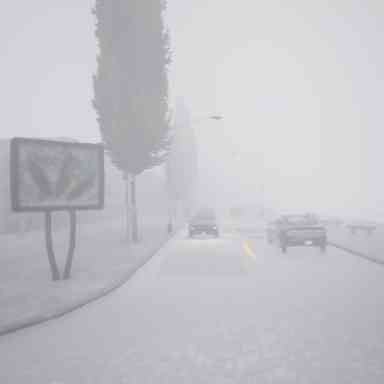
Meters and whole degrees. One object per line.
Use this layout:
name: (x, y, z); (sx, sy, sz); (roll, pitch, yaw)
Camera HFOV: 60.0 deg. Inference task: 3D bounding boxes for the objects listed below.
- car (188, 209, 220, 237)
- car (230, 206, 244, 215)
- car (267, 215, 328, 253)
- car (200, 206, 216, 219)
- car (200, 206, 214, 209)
car: (0.835, 2.099, 22.085); (2.033, 1.411, 5.357); (-1, -1, 3)
car: (6.679, 2.741, 49.892); (1.895, 1.301, 4.718); (-1, -1, 3)
car: (4.644, 1.799, 15.262); (2.128, 1.511, 4.902); (-1, -1, 3)
car: (2.049, 2.538, 42.166); (1.837, 1.490, 4.892); (-1, -1, 4)
car: (1.414, 2.278, 31.843); (2.128, 1.511, 4.902); (-1, -1, 3)
